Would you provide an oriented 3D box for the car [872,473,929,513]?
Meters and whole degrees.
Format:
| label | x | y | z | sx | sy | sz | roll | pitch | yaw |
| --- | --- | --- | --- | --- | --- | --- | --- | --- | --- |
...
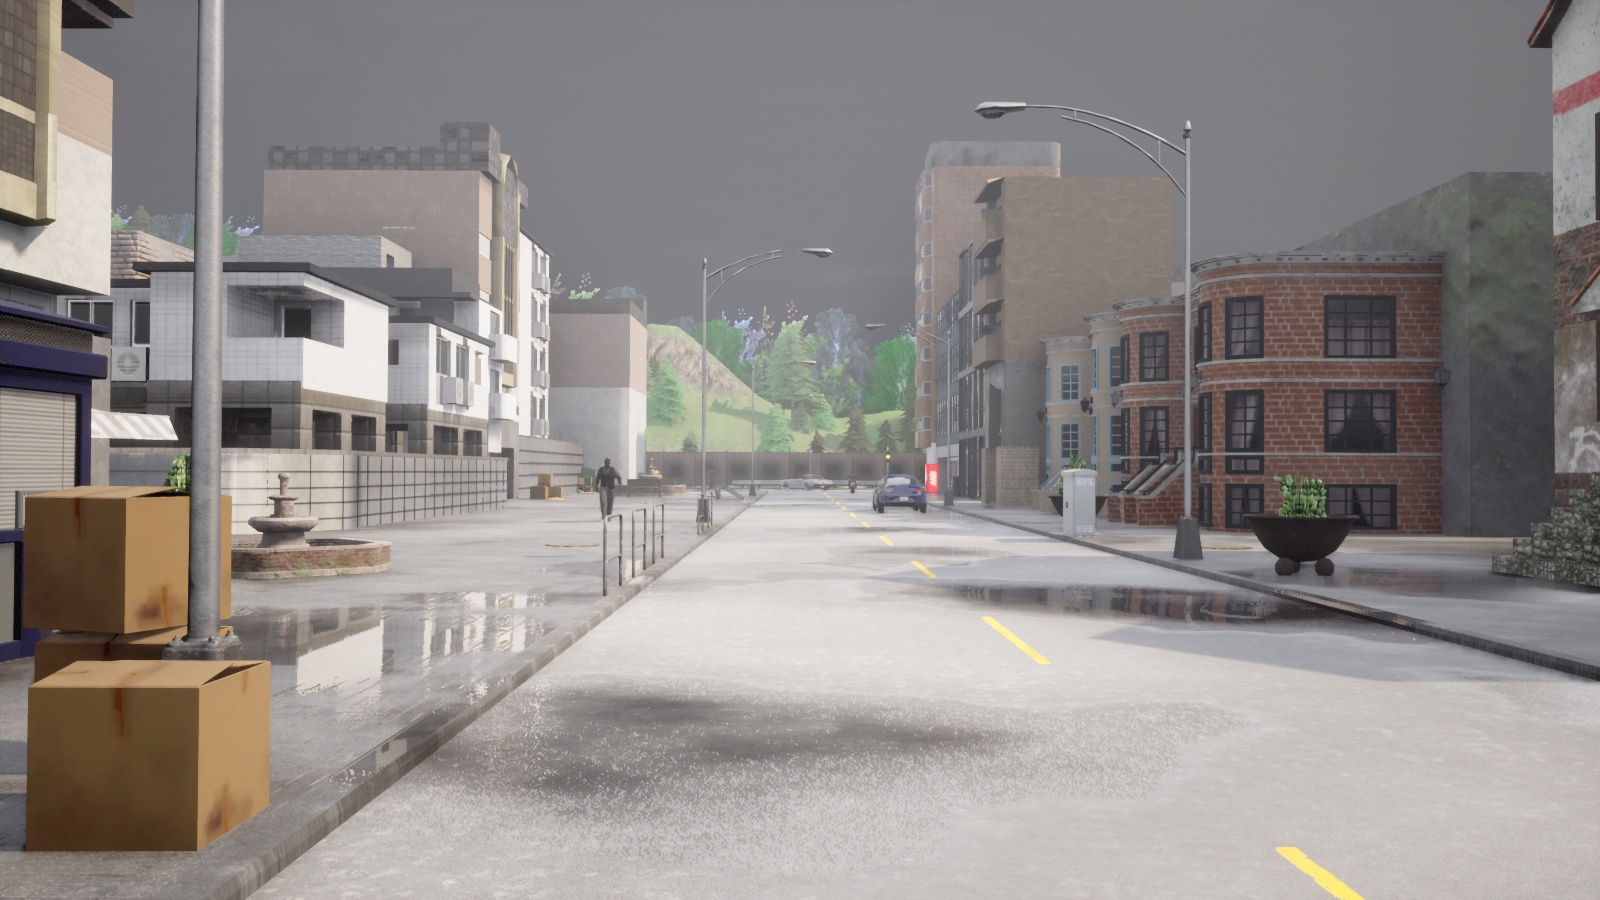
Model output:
| label | x | y | z | sx | sy | sz | roll | pitch | yaw |
| --- | --- | --- | --- | --- | --- | --- | --- | --- | --- |
| car | 3.841 | 1.642 | 48.773 | 1.812 | 1.442 | 4.674 | 0 | -1 | 0 |
